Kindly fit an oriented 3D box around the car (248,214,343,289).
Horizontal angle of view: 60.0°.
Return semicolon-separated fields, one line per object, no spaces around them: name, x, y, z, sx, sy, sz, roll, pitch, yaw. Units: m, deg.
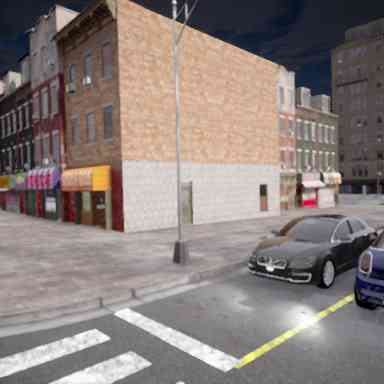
car;3.486;1.404;9.085;4.892;1.490;1.837;-2;1;-44

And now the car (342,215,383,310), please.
car;5.062;1.260;6.650;4.553;1.767;2.097;-1;1;-44
